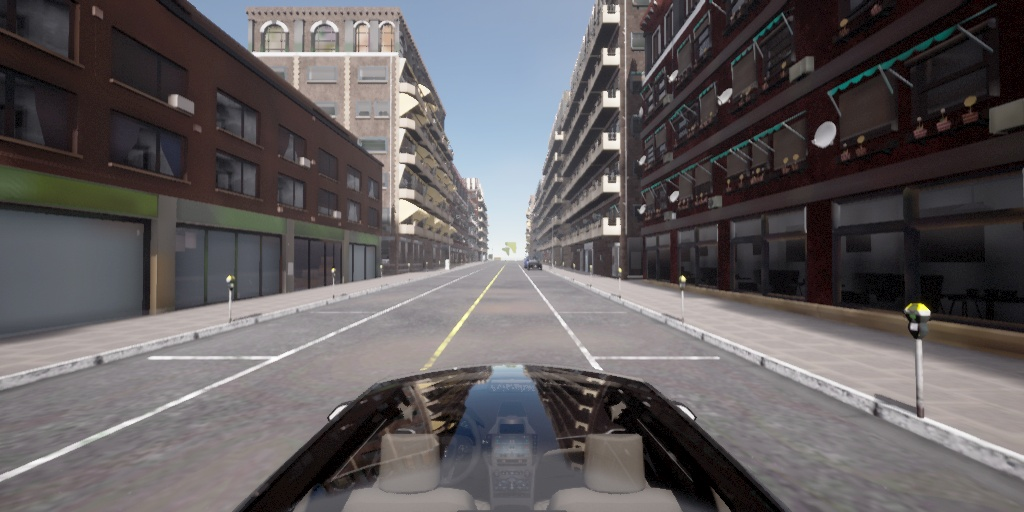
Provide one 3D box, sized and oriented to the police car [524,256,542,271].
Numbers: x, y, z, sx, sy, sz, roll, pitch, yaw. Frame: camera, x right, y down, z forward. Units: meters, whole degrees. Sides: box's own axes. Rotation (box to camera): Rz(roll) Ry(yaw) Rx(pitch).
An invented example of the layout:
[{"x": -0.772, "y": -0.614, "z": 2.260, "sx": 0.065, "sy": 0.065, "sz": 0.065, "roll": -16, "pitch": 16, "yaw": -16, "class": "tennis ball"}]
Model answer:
[{"x": 3.133, "y": 1.164, "z": 50.453, "sx": 1.930, "sy": 1.638, "sz": 5.238, "roll": 0, "pitch": 0, "yaw": 0, "class": "police car"}]
